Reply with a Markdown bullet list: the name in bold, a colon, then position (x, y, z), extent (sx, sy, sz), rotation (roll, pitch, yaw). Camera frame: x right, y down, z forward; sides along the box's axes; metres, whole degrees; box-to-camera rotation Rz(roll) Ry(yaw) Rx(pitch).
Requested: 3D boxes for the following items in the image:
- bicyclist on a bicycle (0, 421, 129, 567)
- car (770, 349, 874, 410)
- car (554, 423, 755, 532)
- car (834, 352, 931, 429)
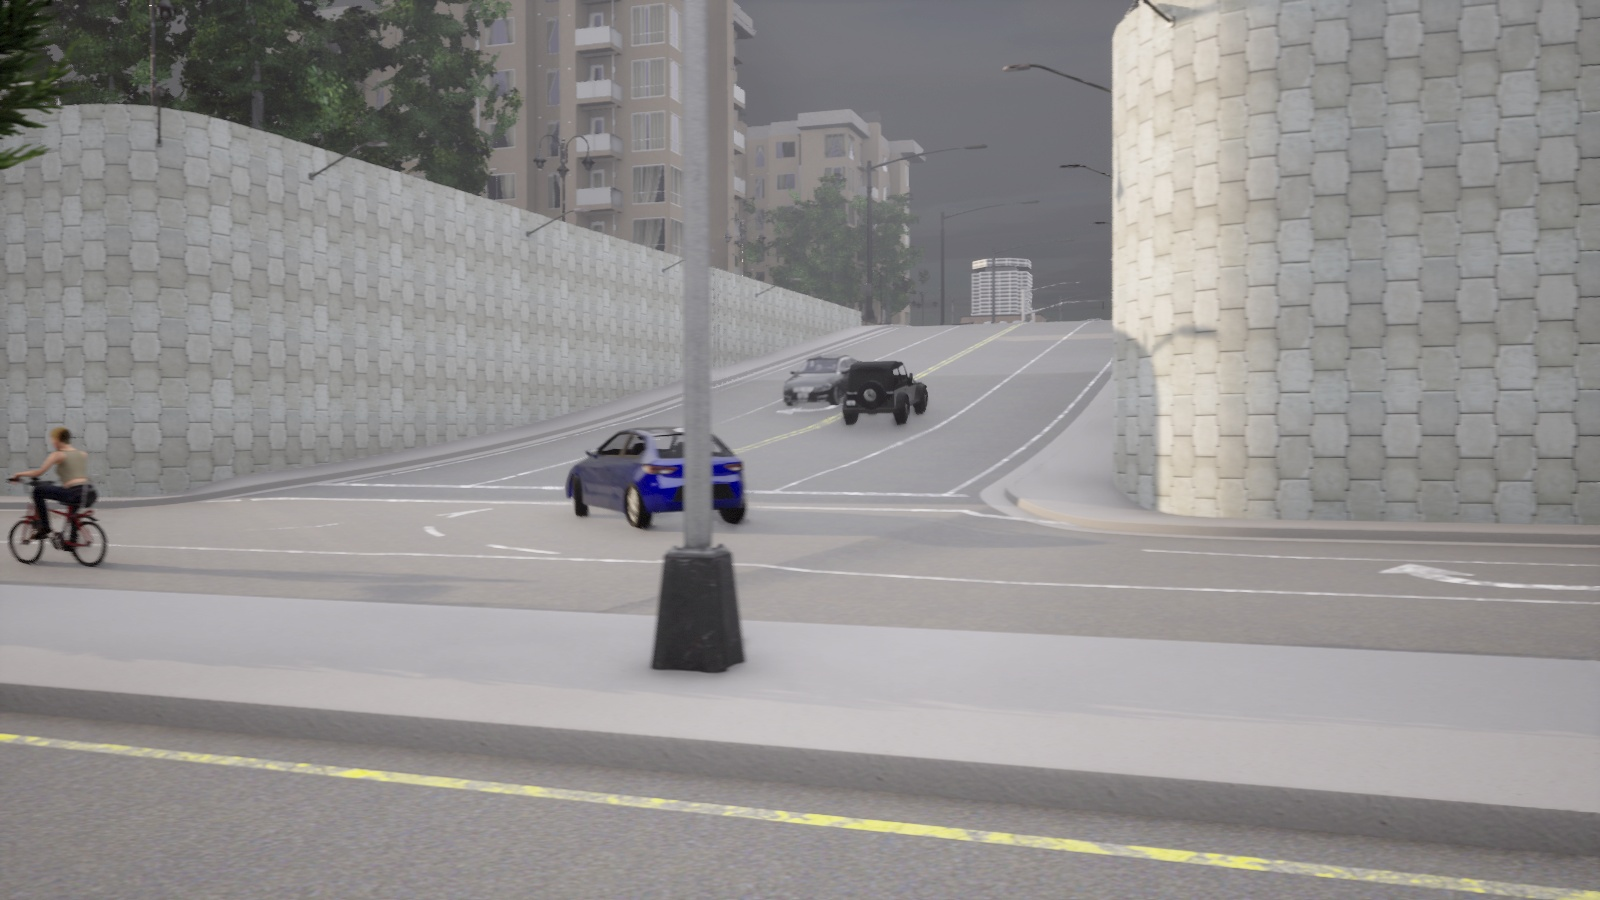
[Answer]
- **bicyclist on a bicycle**: position (-8.732, 0.475, 14.553), extent (1.509, 1.612, 0.866), rotation (1, 1, 19)
- **car**: position (0.855, -2.526, 44.051), extent (2.128, 1.511, 4.902), rotation (1, 10, 20)
- **car**: position (-2.433, 0.342, 19.979), extent (1.816, 1.474, 4.193), rotation (-2, 2, -27)
- **car**: position (2.594, -1.869, 38.558), extent (1.905, 1.878, 3.866), rotation (1, 9, 20)
